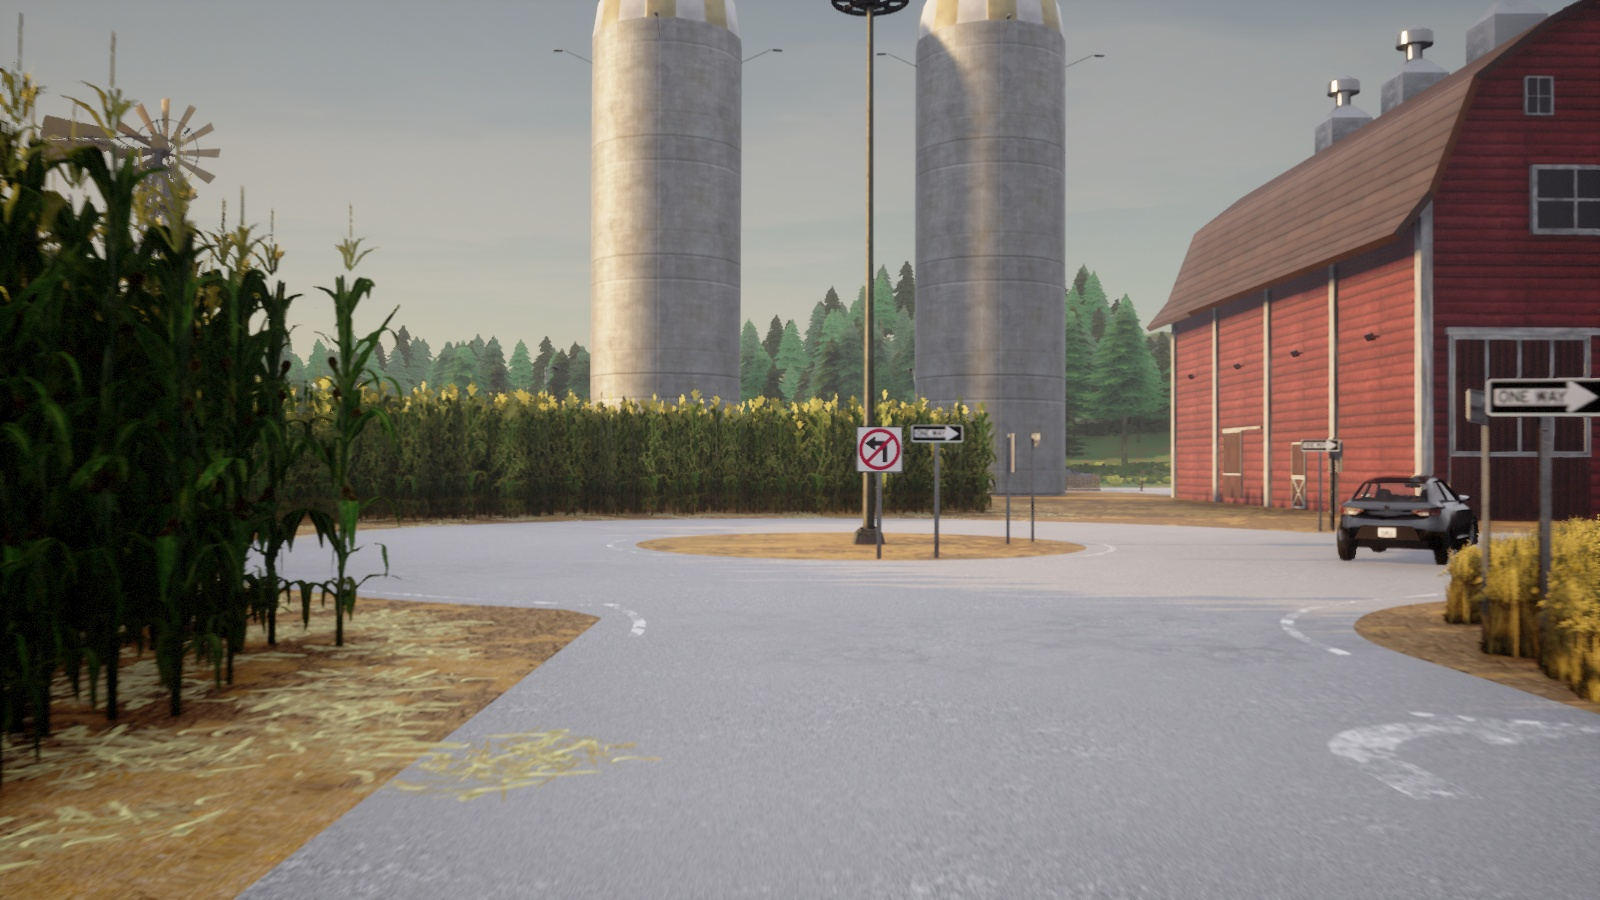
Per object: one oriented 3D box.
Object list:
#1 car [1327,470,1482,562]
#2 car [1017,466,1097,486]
[{"bbox_3d":[10.934,1.104,22.555,1.816,1.474,4.193,-1,-1,35],"label":"car"},{"bbox_3d":[18.524,1.868,90.716,5.357,1.411,2.033,0,-1,0],"label":"car"}]
